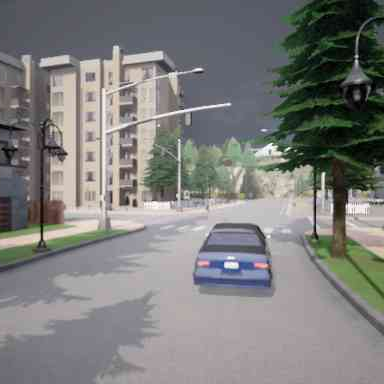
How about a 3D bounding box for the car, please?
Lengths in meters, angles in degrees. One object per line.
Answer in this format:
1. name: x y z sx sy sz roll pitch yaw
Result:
1. car: 1.253 1.575 9.384 2.033 1.411 5.357 0 0 10
